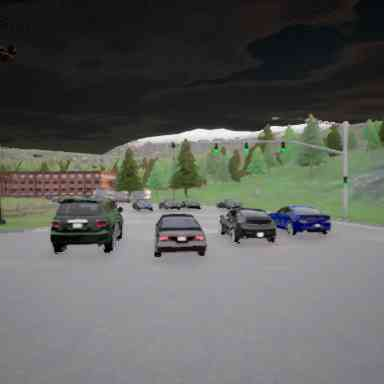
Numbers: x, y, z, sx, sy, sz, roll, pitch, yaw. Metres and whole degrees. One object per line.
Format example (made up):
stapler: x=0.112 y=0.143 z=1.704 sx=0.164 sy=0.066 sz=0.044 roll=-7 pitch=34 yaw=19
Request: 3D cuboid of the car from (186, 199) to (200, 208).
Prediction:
car: x=-0.464 y=1.605 z=45.231 sx=1.994 sy=1.385 sz=4.181 roll=0 pitch=0 yaw=-21

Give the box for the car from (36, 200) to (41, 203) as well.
car: x=-28.187 y=1.714 z=65.683 sx=5.357 sy=1.411 sz=2.033 roll=0 pitch=0 yaw=24

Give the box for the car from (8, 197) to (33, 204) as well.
car: x=-32.964 y=1.671 z=63.917 sx=5.008 sy=1.535 sz=1.882 roll=0 pitch=0 yaw=20

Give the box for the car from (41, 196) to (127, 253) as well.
car: x=-4.219 y=1.251 z=14.083 sx=2.150 sy=2.045 sz=5.566 roll=0 pitch=0 yaw=-6

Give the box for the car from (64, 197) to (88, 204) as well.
car: x=-23.503 y=1.680 z=67.193 sx=4.674 sy=1.442 sz=1.812 roll=0 pitch=0 yaw=27

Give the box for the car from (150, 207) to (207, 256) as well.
car: x=-0.586 y=1.561 z=13.245 sx=2.033 sy=1.411 sz=5.357 roll=0 pitch=0 yaw=-6

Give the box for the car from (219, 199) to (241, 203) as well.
car: x=4.659 y=1.564 z=41.658 sx=2.033 sy=1.411 sz=5.357 roll=0 pitch=0 yaw=-17

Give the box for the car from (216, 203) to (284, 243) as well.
car: x=2.552 y=1.508 z=16.141 sx=1.837 sy=1.490 sz=4.892 roll=0 pitch=0 yaw=-6

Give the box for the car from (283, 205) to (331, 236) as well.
car: x=5.786 y=1.469 z=18.573 sx=1.882 sy=1.535 sz=5.008 roll=0 pitch=0 yaw=-7

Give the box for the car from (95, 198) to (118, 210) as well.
car: x=-11.517 y=1.578 z=44.506 sx=2.128 sy=1.511 sz=4.902 roll=0 pitch=0 yaw=-25

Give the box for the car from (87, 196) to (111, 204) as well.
car: x=-19.271 y=1.640 z=68.707 sx=4.892 sy=1.490 sz=1.837 roll=0 pitch=0 yaw=31

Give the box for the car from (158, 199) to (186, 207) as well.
car: x=-2.936 y=1.596 z=42.282 sx=2.033 sy=1.411 sz=5.357 roll=0 pitch=0 yaw=-20

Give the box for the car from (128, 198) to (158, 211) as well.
car: x=-6.183 y=1.608 z=41.010 sx=2.033 sy=1.411 sz=5.357 roll=0 pitch=0 yaw=-20
